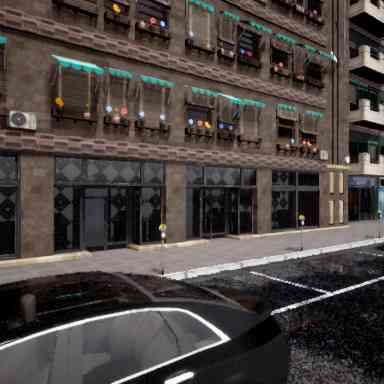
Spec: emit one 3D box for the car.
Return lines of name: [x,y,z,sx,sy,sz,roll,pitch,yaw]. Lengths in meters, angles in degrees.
car: [-1.338,1.504,2.422,4.892,1.490,1.837,0,0,-36]
